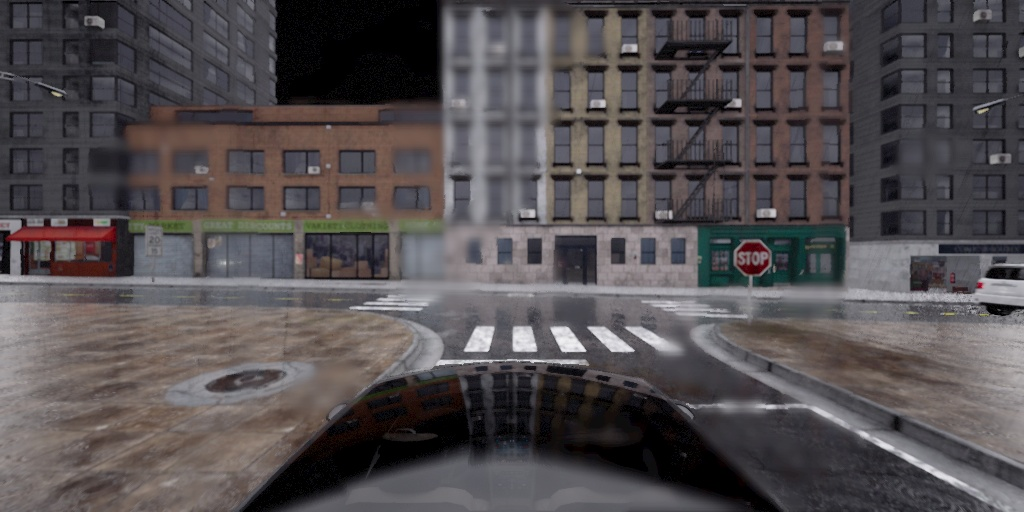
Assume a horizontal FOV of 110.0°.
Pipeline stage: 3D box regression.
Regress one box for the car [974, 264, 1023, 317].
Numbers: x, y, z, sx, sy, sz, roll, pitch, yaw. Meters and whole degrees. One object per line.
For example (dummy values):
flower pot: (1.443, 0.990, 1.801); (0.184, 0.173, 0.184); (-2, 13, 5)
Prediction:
car: (20.340, 1.350, 12.886); (5.566, 2.045, 2.150); (1, 0, 0)
